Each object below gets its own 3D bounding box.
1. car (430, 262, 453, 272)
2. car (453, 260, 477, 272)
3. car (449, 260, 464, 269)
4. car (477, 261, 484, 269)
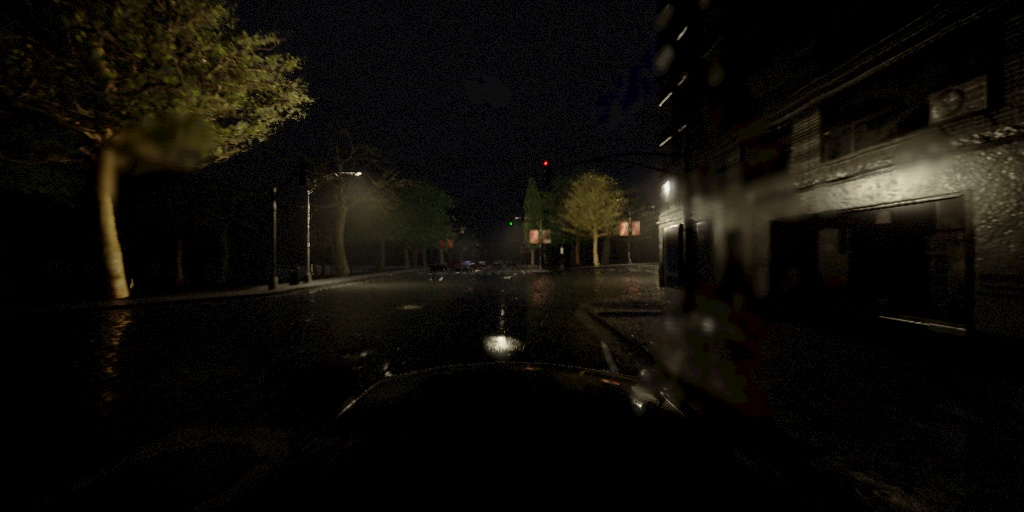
[{"bbox_3d":[-9.880,1.527,49.353,1.895,1.301,4.718,0,0,1],"label":"car"},{"bbox_3d":[-6.627,1.481,50.101,2.033,1.411,5.357,0,0,0],"label":"car"},{"bbox_3d":[-9.866,1.555,64.425,1.882,1.535,5.008,0,-1,0],"label":"car"},{"bbox_3d":[-6.618,1.643,64.631,1.994,1.385,4.181,0,0,0],"label":"car"}]
